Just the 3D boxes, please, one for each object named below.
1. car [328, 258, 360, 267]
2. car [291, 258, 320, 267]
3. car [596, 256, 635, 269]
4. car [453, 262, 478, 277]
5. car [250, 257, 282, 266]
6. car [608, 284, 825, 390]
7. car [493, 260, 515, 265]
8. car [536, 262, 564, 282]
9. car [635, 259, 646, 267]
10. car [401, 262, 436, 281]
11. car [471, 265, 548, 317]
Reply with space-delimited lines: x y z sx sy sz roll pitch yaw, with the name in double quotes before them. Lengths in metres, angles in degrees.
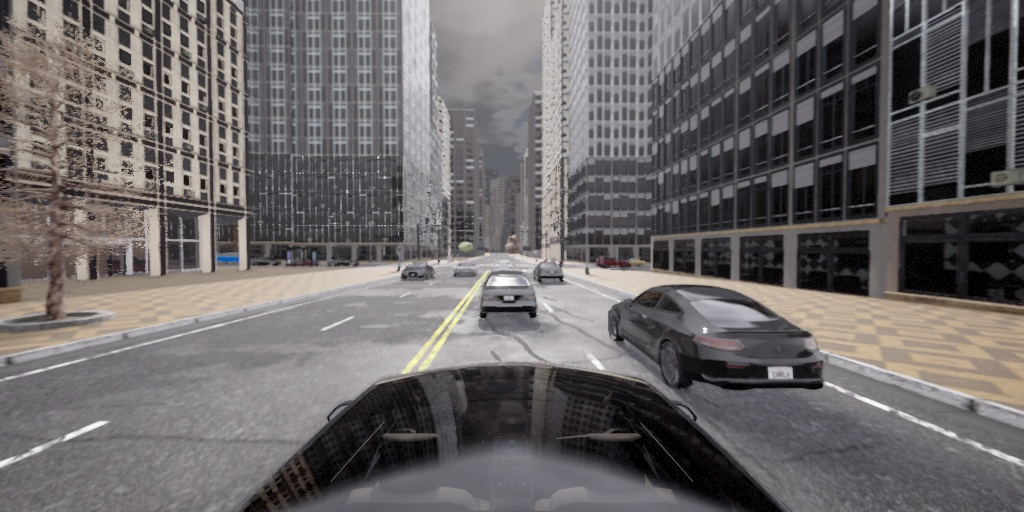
"car" -24.172 0.944 51.594 4.313 1.339 1.948 0 0 -1
"car" -29.858 0.919 51.555 4.207 1.307 1.802 0 0 -1
"car" 14.751 0.964 52.248 5.009 1.841 2.192 0 0 -1
"car" -4.190 1.184 32.665 1.895 1.301 4.718 0 0 -2
"car" -35.541 0.861 51.556 4.313 1.339 1.948 0 0 -1
"car" 3.223 1.244 6.654 1.812 1.442 4.674 0 0 -1
"car" -0.739 1.106 32.058 1.812 1.442 4.674 0 0 -2
"car" 2.667 1.152 26.997 2.033 1.411 5.357 0 0 -2
"car" 20.108 1.033 60.699 4.829 1.417 1.751 0 0 -1
"car" -7.320 1.179 28.303 1.994 1.385 4.181 0 0 -2
"car" -0.160 1.239 12.789 2.033 1.411 5.357 0 0 -2
